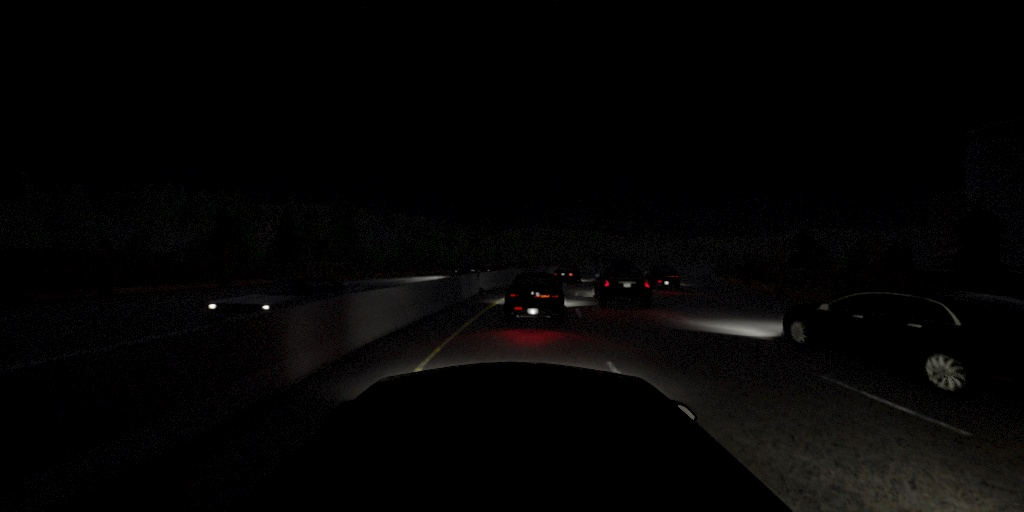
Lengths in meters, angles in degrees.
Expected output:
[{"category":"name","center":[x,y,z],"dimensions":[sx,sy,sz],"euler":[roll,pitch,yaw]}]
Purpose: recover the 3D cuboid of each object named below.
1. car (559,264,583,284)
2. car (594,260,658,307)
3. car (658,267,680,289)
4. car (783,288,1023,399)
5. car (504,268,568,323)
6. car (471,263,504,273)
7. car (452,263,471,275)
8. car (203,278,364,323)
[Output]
[{"category":"car","center":[4.769,1.524,30.408],"dimensions":[2.033,1.411,5.357],"euler":[0,-1,18]},{"category":"car","center":[4.996,1.231,16.620],"dimensions":[2.097,1.767,4.553],"euler":[0,0,9]},{"category":"car","center":[10.534,1.479,25.258],"dimensions":[1.837,1.490,4.892],"euler":[0,0,15]},{"category":"car","center":[7.328,1.340,6.611],"dimensions":[1.837,1.490,4.892],"euler":[0,0,3]},{"category":"car","center":[0.864,1.328,12.552],"dimensions":[1.837,1.490,4.892],"euler":[0,0,6]},{"category":"car","center":[-2.473,1.567,41.286],"dimensions":[1.812,1.442,4.674],"euler":[0,-1,23]},{"category":"car","center":[-5.428,1.537,43.260],"dimensions":[2.128,1.511,4.902],"euler":[0,-1,23]},{"category":"car","center":[-6.562,1.359,11.006],"dimensions":[1.895,1.301,4.718],"euler":[0,0,5]}]
